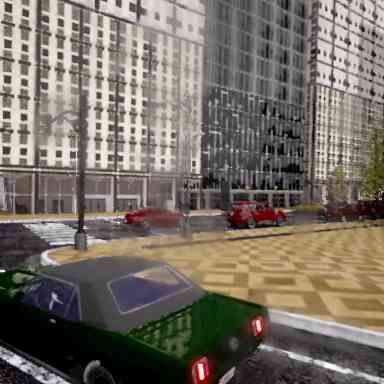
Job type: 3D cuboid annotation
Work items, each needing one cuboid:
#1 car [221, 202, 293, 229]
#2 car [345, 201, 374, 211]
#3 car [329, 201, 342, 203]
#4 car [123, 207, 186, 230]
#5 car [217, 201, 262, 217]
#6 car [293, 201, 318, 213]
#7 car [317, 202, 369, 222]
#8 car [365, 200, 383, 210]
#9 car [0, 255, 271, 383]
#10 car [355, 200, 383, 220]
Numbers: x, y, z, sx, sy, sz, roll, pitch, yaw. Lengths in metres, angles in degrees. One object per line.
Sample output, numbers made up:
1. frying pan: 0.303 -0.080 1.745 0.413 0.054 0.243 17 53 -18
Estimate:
1. car: 4.713 1.649 24.469 5.009 1.841 2.192 1 1 -34
2. car: 23.634 1.938 46.997 4.206 1.307 1.802 1 1 -34
3. car: 18.959 1.876 43.792 4.313 1.339 1.947 1 1 -34
4. car: -2.384 1.737 22.807 4.674 1.442 1.812 1 1 -34
5. car: 4.931 1.724 34.177 4.403 1.369 2.008 1 1 -34
6. car: 14.143 1.789 40.490 4.829 1.417 1.752 1 1 -34
7. car: 14.059 1.970 30.883 4.507 1.381 1.887 1 1 -34
8. car: 28.311 1.968 50.202 4.313 1.339 1.947 1 1 -34
9. car: -1.448 1.602 4.715 4.718 1.301 1.895 0 0 35
10. car: 18.740 1.786 34.083 5.009 1.841 2.192 1 1 -34
